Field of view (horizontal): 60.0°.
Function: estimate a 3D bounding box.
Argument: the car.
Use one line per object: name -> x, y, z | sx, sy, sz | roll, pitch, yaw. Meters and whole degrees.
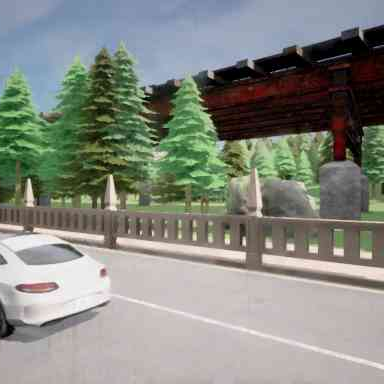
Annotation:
car -> -3.559, 1.525, 6.536 | 4.674, 1.442, 1.812 | 0, 0, 36
